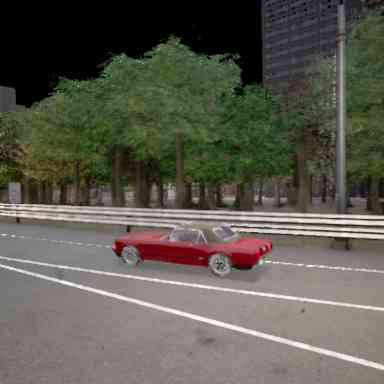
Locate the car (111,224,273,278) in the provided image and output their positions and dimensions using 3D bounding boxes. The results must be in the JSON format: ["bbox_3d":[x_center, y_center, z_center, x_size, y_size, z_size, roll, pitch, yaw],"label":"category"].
[{"bbox_3d":[-0.089,1.616,10.095,4.718,1.301,1.895,0,0,26],"label":"car"}]
